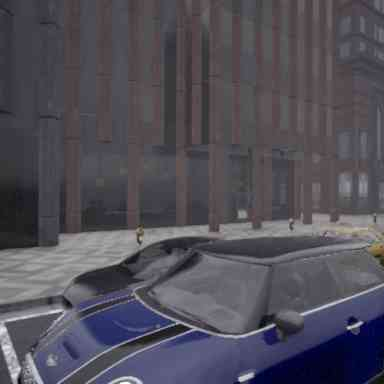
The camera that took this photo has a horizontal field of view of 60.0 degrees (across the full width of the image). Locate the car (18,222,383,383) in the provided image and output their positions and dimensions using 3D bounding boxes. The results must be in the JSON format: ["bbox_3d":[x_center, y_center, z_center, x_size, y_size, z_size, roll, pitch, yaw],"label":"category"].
[{"bbox_3d":[0.585,1.373,3.768,4.553,1.767,2.097,0,0,-35],"label":"car"}]

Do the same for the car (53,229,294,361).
[{"bbox_3d":[-0.197,1.596,6.477,4.313,1.339,1.947,0,0,-35],"label":"car"}]
